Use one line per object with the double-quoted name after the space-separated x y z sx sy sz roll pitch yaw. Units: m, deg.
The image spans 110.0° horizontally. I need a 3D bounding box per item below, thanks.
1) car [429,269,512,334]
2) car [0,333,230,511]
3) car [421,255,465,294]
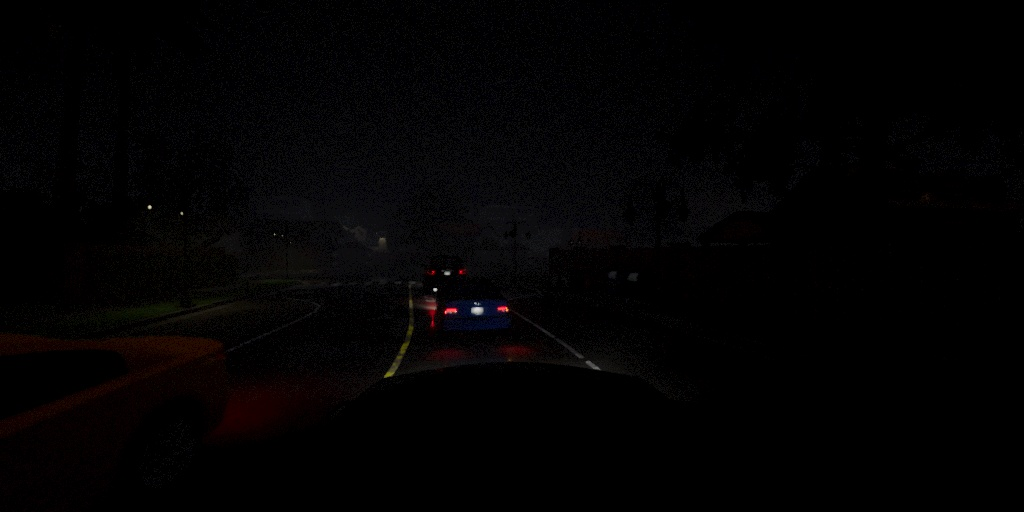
-1.326 1.299 10.705 2.033 1.411 5.357 0 0 -12 "car"
-3.746 1.228 1.554 1.882 1.535 5.008 0 0 -3 "car"
-3.988 0.979 20.734 2.150 2.045 5.566 0 0 -16 "car"
